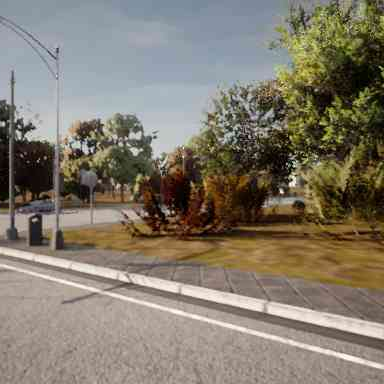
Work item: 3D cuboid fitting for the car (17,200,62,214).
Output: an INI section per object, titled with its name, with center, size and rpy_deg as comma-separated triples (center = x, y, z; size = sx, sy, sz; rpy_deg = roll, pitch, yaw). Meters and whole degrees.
[car]
center = -15.184, 1.523, 33.268
size = 1.994, 1.385, 4.181
rpy_deg = 0, 0, 32
